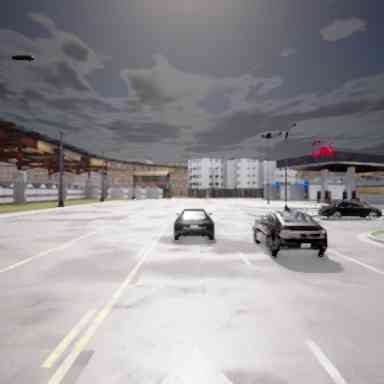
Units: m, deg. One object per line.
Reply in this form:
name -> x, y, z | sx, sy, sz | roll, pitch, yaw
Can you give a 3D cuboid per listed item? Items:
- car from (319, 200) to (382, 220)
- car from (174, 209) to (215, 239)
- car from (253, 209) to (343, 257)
car -> 12.981, 1.472, 27.374 | 4.892, 1.490, 1.837 | 0, 0, 1
car -> 0.105, 1.546, 17.234 | 1.994, 1.385, 4.181 | 0, 0, 0
car -> 3.604, 1.480, 12.936 | 2.128, 1.511, 4.902 | 0, 0, 0
